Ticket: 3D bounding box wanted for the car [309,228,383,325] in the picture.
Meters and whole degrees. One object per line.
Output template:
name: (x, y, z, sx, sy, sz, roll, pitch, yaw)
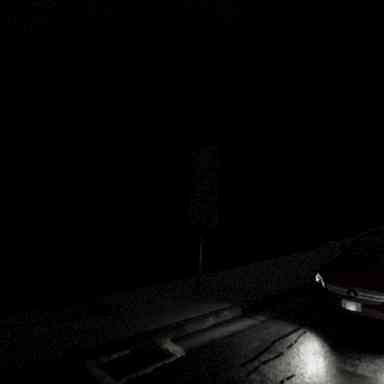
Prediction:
car: (4.219, 1.514, 6.787, 4.674, 1.442, 1.812, 0, 1, -42)
